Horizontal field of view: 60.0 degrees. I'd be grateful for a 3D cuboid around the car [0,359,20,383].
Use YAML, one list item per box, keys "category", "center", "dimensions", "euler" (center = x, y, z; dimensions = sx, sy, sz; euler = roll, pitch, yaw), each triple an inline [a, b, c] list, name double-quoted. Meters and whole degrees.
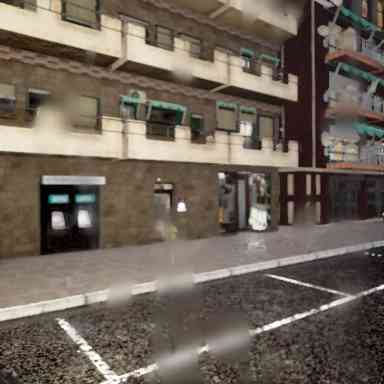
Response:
- category: "car"
  center: [-2.736, 1.568, 1.074]
  dimensions: [4.181, 1.385, 1.994]
  euler: [0, 0, -36]
